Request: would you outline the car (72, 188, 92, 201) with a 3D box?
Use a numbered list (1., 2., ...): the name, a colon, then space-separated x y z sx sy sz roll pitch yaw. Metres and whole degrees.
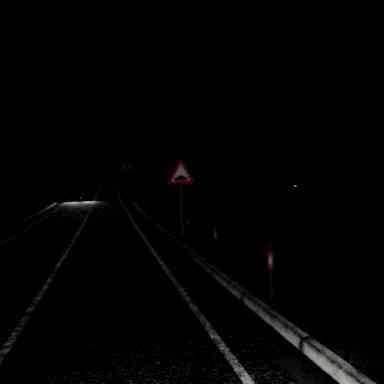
1. car: -13.346 0.249 40.391 1.812 1.442 4.674 -3 4 -14
